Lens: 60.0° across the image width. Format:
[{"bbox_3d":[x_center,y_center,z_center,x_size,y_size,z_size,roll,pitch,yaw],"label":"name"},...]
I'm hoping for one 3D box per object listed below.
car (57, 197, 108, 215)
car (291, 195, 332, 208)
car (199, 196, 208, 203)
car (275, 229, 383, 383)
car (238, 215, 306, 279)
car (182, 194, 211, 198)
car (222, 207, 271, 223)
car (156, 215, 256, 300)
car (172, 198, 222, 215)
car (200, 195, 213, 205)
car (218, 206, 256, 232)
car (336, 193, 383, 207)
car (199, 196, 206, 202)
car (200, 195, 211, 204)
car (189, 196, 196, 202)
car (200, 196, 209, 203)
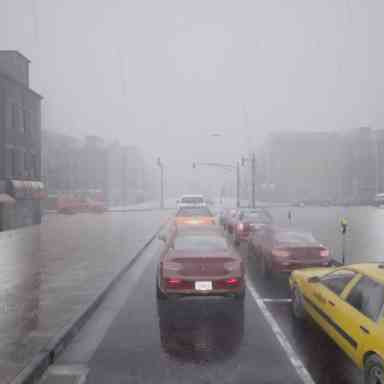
[{"bbox_3d":[-12.531,1.615,38.245,5.566,2.045,2.150,-2,0,1],"label":"car"},{"bbox_3d":[14.792,1.107,41.200,4.892,1.490,1.837,-2,0,0],"label":"car"},{"bbox_3d":[2.741,1.675,79.659,1.967,1.590,4.097,-1,0,0],"label":"car"},{"bbox_3d":[2.639,1.525,4.476,1.752,1.417,4.829,0,0,0],"label":"car"},{"bbox_3d":[2.647,1.584,9.773,1.802,1.307,4.206,0,0,0],"label":"car"},{"bbox_3d":[0.070,1.242,25.747,2.150,2.045,5.566,0,0,1],"label":"car"},{"bbox_3d":[2.654,1.446,15.240,1.967,1.590,4.097,0,0,0],"label":"car"},{"bbox_3d":[0.132,1.527,8.302,1.812,1.442,4.674,0,0,-2],"label":"car"},{"bbox_3d":[0.108,1.358,15.651,2.097,1.767,4.553,0,0,0],"label":"car"},{"bbox_3d":[2.718,1.467,63.452,2.192,1.841,5.009,-1,0,0],"label":"car"},{"bbox_3d":[2.662,1.594,20.706,1.802,1.307,4.206,0,0,0],"label":"car"},{"bbox_3d":[19.505,1.040,38.253,5.357,1.411,2.033,-1,0,0],"label":"car"},{"bbox_3d":[2.758,1.824,90.633,1.752,1.417,4.829,-1,0,0],"label":"car"},{"bbox_3d":[2.725,1.493,68.855,2.192,1.841,5.009,-1,0,0],"label":"car"},{"bbox_3d":[0.118,1.745,83.109,1.837,1.490,4.892,0,0,0],"label":"car"},{"bbox_3d":[2.734,1.646,74.256,1.967,1.590,4.097,-1,0,0],"label":"car"}]
